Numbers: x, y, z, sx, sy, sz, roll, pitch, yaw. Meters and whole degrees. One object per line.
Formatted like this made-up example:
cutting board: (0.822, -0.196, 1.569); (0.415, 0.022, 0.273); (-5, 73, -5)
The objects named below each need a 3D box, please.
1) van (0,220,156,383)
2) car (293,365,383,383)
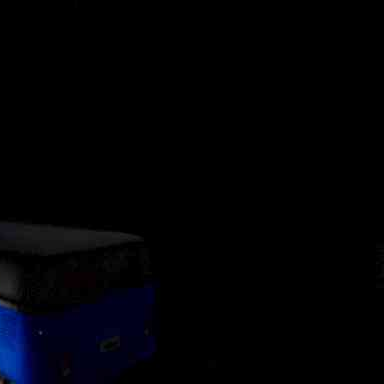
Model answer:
van: (-2.349, 1.336, 4.521); (3.998, 1.788, 1.690); (0, 0, 36)
car: (2.241, 1.567, 1.246); (4.313, 1.339, 1.947); (0, 0, 36)
